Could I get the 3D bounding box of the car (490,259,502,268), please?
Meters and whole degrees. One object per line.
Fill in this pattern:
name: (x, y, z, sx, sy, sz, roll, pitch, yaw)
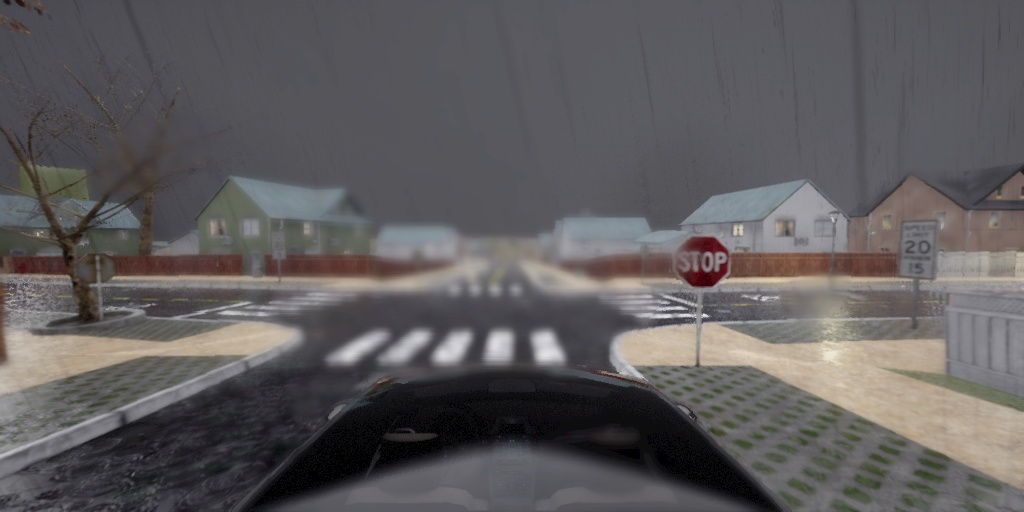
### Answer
car: (-2.757, 1.303, 61.572, 2.128, 1.511, 4.902, 0, 0, 0)
